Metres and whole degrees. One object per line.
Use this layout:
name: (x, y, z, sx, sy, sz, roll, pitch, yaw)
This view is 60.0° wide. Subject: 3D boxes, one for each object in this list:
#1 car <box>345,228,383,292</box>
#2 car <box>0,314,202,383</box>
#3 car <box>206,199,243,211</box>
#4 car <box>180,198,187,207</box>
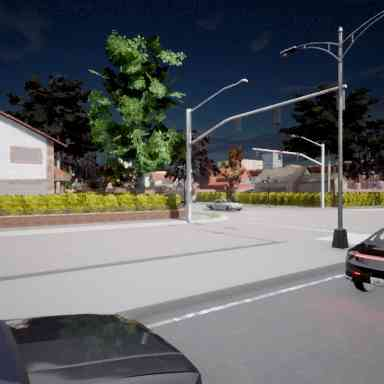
car: (5.496, 1.474, 7.651, 4.902, 1.511, 2.128, 0, 0, -35)
car: (-2.446, 1.543, 2.001, 5.357, 1.411, 2.033, 0, 0, -36)
car: (3.754, 1.505, 38.422, 1.895, 1.301, 4.718, 0, 0, -36)
car: (-2.129, 1.483, 46.593, 1.895, 1.301, 4.718, 0, 0, -36)
